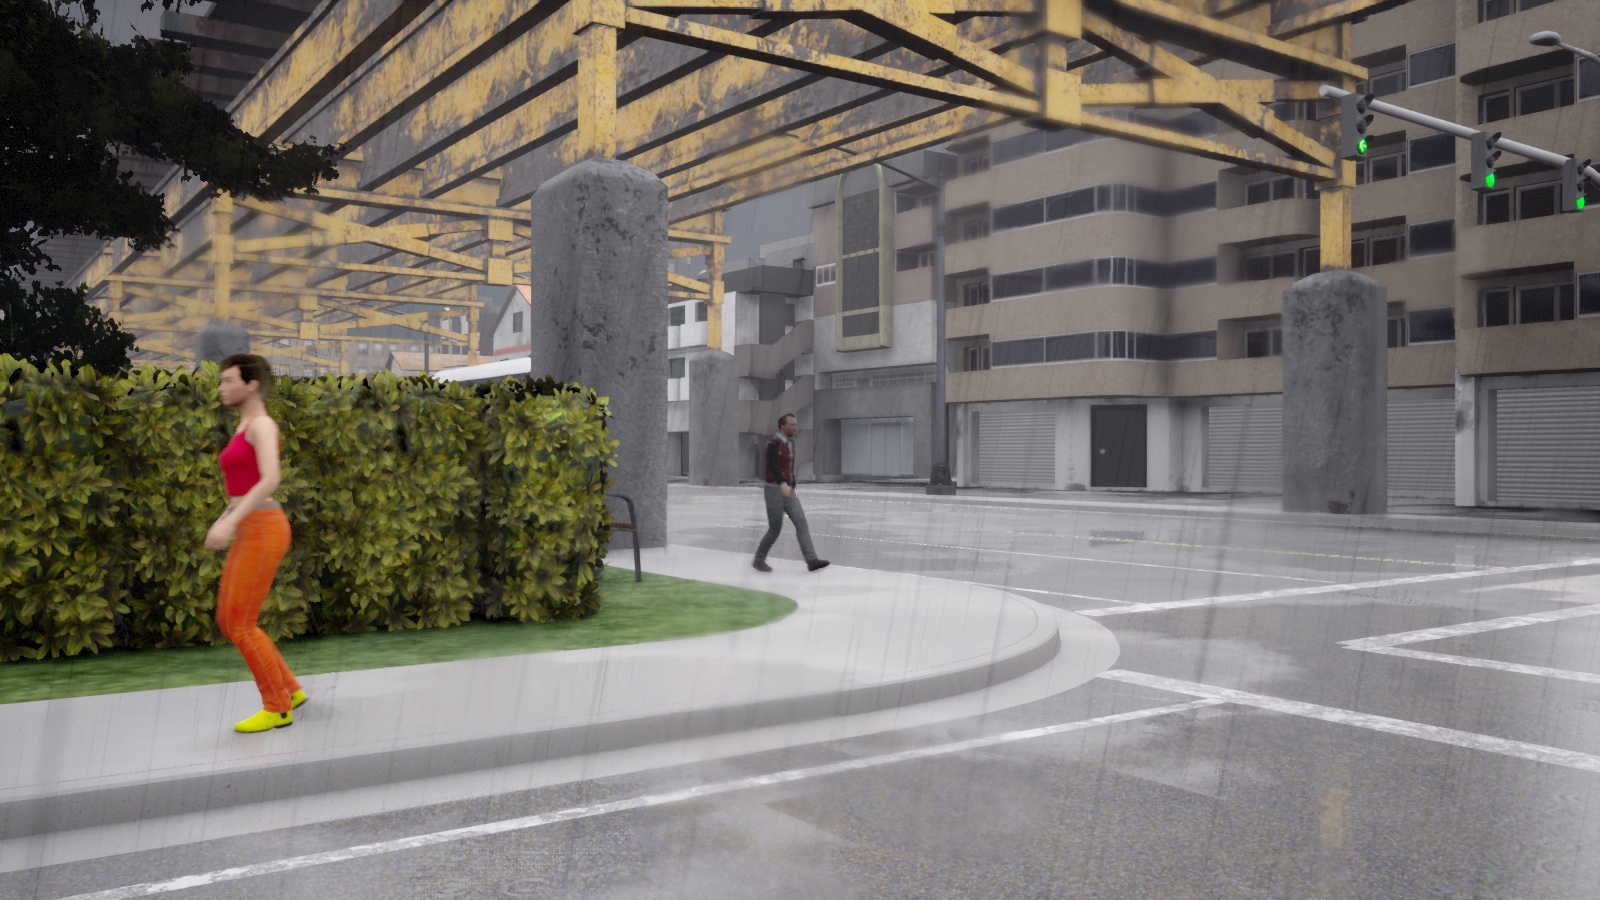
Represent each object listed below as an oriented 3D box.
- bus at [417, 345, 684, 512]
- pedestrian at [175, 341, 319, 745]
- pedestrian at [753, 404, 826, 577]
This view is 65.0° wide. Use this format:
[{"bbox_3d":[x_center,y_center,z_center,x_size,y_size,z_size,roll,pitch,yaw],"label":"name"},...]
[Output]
[{"bbox_3d":[-7.733,-0.524,37.273,3.944,4.253,10.273,0,0,-35],"label":"bus"},{"bbox_3d":[-2.650,0.423,6.015,0.594,1.836,0.345,0,0,-31],"label":"pedestrian"},{"bbox_3d":[-0.114,0.434,13.795,0.720,1.854,0.376,0,0,36],"label":"pedestrian"}]
